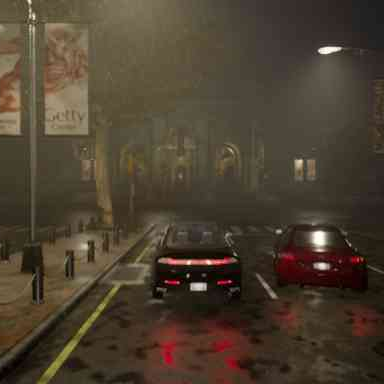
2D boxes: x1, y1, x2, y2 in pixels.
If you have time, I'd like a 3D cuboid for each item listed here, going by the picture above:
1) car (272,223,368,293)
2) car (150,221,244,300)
[{"bbox_3d":[3.248,1.533,8.979,1.994,1.385,4.181,0,0,14],"label":"car"},{"bbox_3d":[0.077,1.463,8.326,2.128,1.511,4.902,0,0,-1],"label":"car"}]
